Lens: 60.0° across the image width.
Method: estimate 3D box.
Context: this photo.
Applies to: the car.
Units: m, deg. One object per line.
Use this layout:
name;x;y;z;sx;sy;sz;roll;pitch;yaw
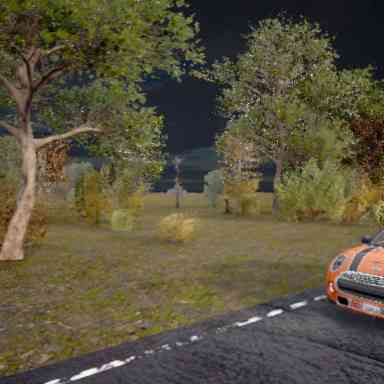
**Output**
car;4.807;1.359;6.860;4.553;1.767;2.097;0;0;-36
